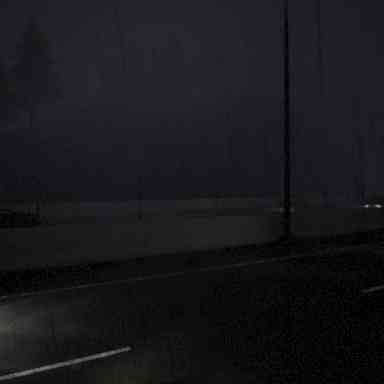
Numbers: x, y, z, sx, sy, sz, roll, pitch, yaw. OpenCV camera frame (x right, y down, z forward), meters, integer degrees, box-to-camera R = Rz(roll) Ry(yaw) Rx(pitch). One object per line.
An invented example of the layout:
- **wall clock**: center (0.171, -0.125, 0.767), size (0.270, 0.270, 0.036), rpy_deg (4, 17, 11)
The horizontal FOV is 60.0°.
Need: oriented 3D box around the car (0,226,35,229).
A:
- **car**: center (-9.217, 1.480, 14.422), size (4.902, 1.511, 2.128), rpy_deg (-1, 0, -27)
